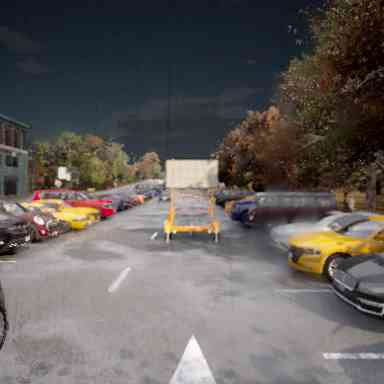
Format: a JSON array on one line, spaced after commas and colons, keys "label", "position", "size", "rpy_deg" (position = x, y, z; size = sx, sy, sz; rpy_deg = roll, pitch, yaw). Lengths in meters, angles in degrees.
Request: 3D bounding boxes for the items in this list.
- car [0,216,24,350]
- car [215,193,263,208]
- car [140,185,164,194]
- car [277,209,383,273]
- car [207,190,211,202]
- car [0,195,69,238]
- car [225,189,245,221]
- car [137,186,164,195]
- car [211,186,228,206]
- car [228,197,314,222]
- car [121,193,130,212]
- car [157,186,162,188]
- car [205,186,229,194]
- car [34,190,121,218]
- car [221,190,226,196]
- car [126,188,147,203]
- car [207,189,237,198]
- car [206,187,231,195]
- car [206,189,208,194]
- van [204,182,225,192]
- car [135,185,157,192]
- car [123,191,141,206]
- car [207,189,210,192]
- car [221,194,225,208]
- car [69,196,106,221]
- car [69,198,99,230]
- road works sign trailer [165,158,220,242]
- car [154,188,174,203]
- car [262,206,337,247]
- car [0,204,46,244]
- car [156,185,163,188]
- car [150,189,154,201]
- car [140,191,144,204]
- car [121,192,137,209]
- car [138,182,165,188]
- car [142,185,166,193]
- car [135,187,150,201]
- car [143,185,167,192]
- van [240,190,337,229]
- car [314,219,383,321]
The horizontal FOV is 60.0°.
[{"label": "car", "position": [-3.598, 1.313, 2.687], "size": [2.097, 1.767, 4.553], "rpy_deg": [0, 1, 0]}, {"label": "car", "position": [5.056, 0.892, 36.584], "size": [5.008, 1.535, 2.097], "rpy_deg": [0, 2, 0]}, {"label": "car", "position": [-7.989, -0.572, 67.034], "size": [4.553, 1.767, 2.185], "rpy_deg": [0, 4, 0]}, {"label": "car", "position": [5.048, 1.359, 8.599], "size": [5.008, 1.535, 2.097], "rpy_deg": [0, 1, 0]}, {"label": "car", "position": [4.866, 0.812, 39.373], "size": [5.366, 1.575, 1.946], "rpy_deg": [0, 2, 0]}, {"label": "car", "position": [-8.066, 1.154, 14.261], "size": [4.553, 1.767, 2.185], "rpy_deg": [0, 1, 0]}, {"label": "car", "position": [5.018, 0.950, 19.734], "size": [5.566, 2.045, 2.435], "rpy_deg": [0, 1, 0]}, {"label": "car", "position": [-8.027, -0.276, 64.268], "size": [5.008, 1.535, 2.097], "rpy_deg": [0, 3, 0]}, {"label": "car", "position": [5.079, 0.710, 33.790], "size": [5.566, 2.045, 2.435], "rpy_deg": [0, 1, 0]}, {"label": "car", "position": [5.232, 1.158, 22.522], "size": [5.366, 1.575, 1.946], "rpy_deg": [0, 1, 0]}, {"label": "car", "position": [-8.061, 1.108, 28.055], "size": [4.792, 1.488, 2.163], "rpy_deg": [0, 1, 0]}, {"label": "car", "position": [-8.053, 0.208, 55.919], "size": [4.792, 1.488, 2.163], "rpy_deg": [0, 3, 0]}, {"label": "car", "position": [5.062, -0.419, 67.235], "size": [4.674, 1.452, 2.002], "rpy_deg": [0, 4, 0]}, {"label": "car", "position": [-8.005, 0.911, 22.483], "size": [5.566, 2.045, 2.435], "rpy_deg": [0, 1, 0]}, {"label": "car", "position": [5.080, 0.950, 28.214], "size": [4.553, 1.767, 2.185], "rpy_deg": [0, 1, 0]}, {"label": "car", "position": [-7.997, 0.695, 39.201], "size": [4.553, 1.767, 2.185], "rpy_deg": [0, 2, 0]}, {"label": "car", "position": [5.027, 0.198, 56.096], "size": [4.792, 1.488, 2.163], "rpy_deg": [0, 3, 0]}, {"label": "car", "position": [5.087, -0.251, 64.327], "size": [4.792, 1.488, 2.163], "rpy_deg": [0, 4, 0]}, {"label": "car", "position": [5.049, 0.419, 50.519], "size": [5.008, 1.535, 2.097], "rpy_deg": [0, 2, 0]}, {"label": "van", "position": [4.934, -1.031, 72.665], "size": [4.442, 1.987, 1.878], "rpy_deg": [-1, 4, 0]}, {"label": "car", "position": [-8.056, 0.302, 50.336], "size": [4.553, 1.767, 2.185], "rpy_deg": [0, 2, 0]}, {"label": "car", "position": [-8.036, 0.966, 33.630], "size": [5.008, 1.535, 2.097], "rpy_deg": [0, 1, 0]}, {"label": "car", "position": [5.048, 0.536, 47.603], "size": [4.892, 1.521, 2.231], "rpy_deg": [0, 2, 0]}, {"label": "car", "position": [5.043, 1.120, 25.431], "size": [5.008, 1.535, 2.097], "rpy_deg": [0, 1, 0]}, {"label": "car", "position": [-8.039, 1.202, 19.703], "size": [5.008, 1.535, 2.097], "rpy_deg": [0, 1, 0]}, {"label": "car", "position": [-7.849, 1.239, 16.920], "size": [5.366, 1.575, 1.946], "rpy_deg": [0, 1, 0]}, {"label": "road works sign trailer", "position": [0.005, 0.253, 15.029], "size": [2.380, 3.560, 2.880], "rpy_deg": [0, 1, 0]}, {"label": "car", "position": [-3.569, 0.609, 45.967], "size": [2.128, 1.511, 4.902], "rpy_deg": [0, 2, 0]}, {"label": "car", "position": [5.046, 1.360, 11.385], "size": [4.674, 1.452, 2.002], "rpy_deg": [0, 1, 0]}, {"label": "car", "position": [-8.030, 1.322, 11.355], "size": [4.892, 1.521, 2.231], "rpy_deg": [0, 1, 0]}, {"label": "car", "position": [-8.029, 0.038, 58.693], "size": [4.892, 1.521, 2.231], "rpy_deg": [0, 3, 0]}, {"label": "car", "position": [-7.998, 0.671, 44.771], "size": [4.792, 1.488, 2.163], "rpy_deg": [0, 2, 0]}, {"label": "car", "position": [-8.026, 0.937, 36.419], "size": [4.674, 1.452, 2.002], "rpy_deg": [0, 1, 0]}, {"label": "car", "position": [-8.036, 1.026, 30.841], "size": [5.008, 1.535, 2.097], "rpy_deg": [0, 1, 0]}, {"label": "car", "position": [-7.994, -0.366, 61.464], "size": [5.566, 2.045, 2.435], "rpy_deg": [0, 3, 0]}, {"label": "car", "position": [-7.990, -0.594, 69.824], "size": [4.792, 1.488, 2.163], "rpy_deg": [0, 4, 0]}, {"label": "car", "position": [-7.996, 0.610, 41.980], "size": [4.553, 1.767, 2.185], "rpy_deg": [0, 2, 0]}, {"label": "car", "position": [-8.048, -0.772, 72.602], "size": [4.792, 1.488, 2.163], "rpy_deg": [0, 4, 0]}, {"label": "van", "position": [4.929, 1.015, 16.950], "size": [4.442, 1.987, 1.878], "rpy_deg": [0, 1, 0]}, {"label": "car", "position": [5.049, 1.399, 5.814], "size": [4.892, 1.521, 2.231], "rpy_deg": [0, 1, 0]}]
